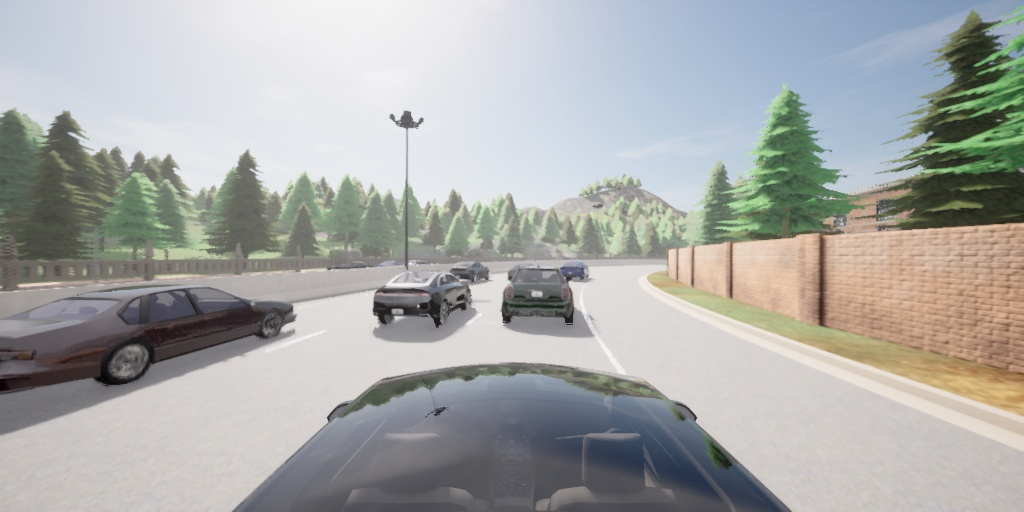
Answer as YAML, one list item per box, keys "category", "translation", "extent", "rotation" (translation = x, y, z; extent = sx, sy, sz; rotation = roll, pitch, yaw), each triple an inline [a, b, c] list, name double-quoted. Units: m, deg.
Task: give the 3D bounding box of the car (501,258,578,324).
- category: "car"
  translation: [0.960, 1.077, 12.119]
  extent: [2.097, 1.767, 4.553]
  rotation: [0, 0, 7]

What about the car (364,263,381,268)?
- category: "car"
  translation: [-11.797, 1.130, 34.896]
  extent: [1.812, 1.442, 4.674]
  rotation: [0, 0, 20]

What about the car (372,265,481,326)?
- category: "car"
  translation: [-2.643, 1.202, 11.565]
  extent: [2.128, 1.511, 4.902]
  rotation: [0, 0, 7]

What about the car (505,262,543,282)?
- category: "car"
  translation: [1.080, 1.242, 28.669]
  extent: [1.994, 1.385, 4.181]
  rotation: [0, 0, 17]

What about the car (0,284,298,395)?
- category: "car"
  translation: [-6.651, 1.254, 6.876]
  extent: [2.033, 1.411, 5.357]
  rotation: [0, 0, 4]

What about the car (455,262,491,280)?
- category: "car"
  translation: [-3.075, 1.170, 26.993]
  extent: [1.837, 1.490, 4.892]
  rotation: [0, 0, 16]

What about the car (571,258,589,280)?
- category: "car"
  translation: [5.384, 1.170, 30.511]
  extent: [1.882, 1.535, 5.008]
  rotation: [0, 0, 19]

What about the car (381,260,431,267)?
- category: "car"
  translation: [-9.015, 1.116, 32.102]
  extent: [2.128, 1.511, 4.902]
  rotation: [0, 0, 18]

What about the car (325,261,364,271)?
- category: "car"
  translation: [-15.577, 1.189, 34.675]
  extent: [1.895, 1.301, 4.718]
  rotation: [0, 0, 18]
